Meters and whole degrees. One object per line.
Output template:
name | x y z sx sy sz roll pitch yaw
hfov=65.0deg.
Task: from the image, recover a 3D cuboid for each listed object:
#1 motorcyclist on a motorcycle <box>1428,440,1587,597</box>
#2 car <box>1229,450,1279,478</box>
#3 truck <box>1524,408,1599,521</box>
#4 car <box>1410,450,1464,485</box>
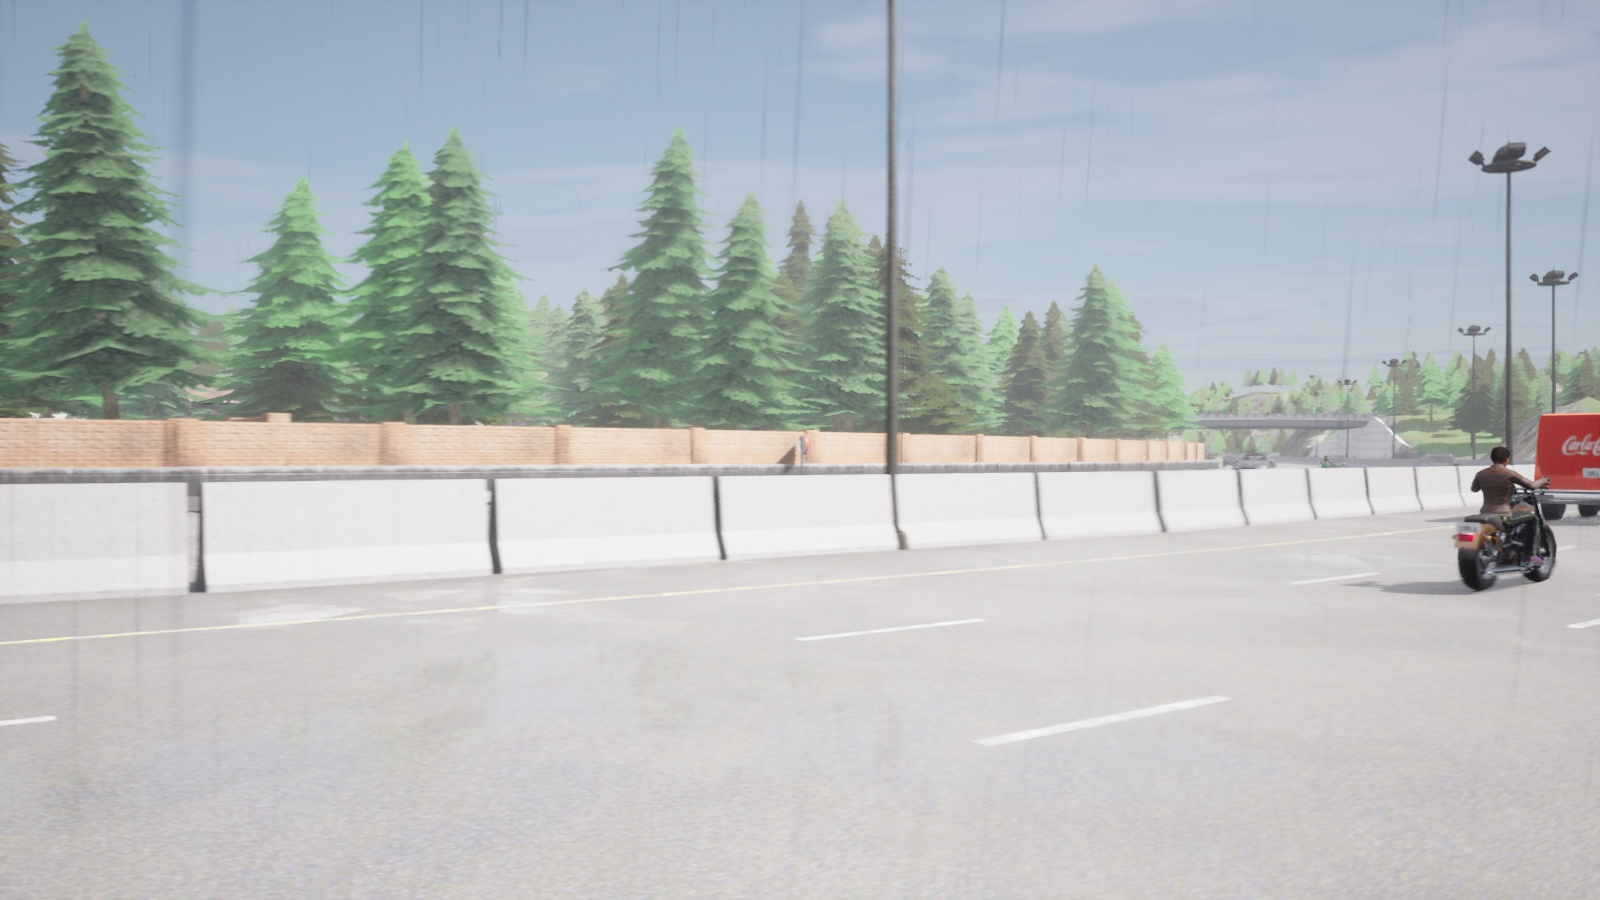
motorcyclist on a motorcycle | 8.077 0.730 14.283 2.350 1.649 0.766 0 -1 -40
car | 27.712 0.822 76.580 2.242 1.667 4.611 0 0 28
truck | 19.095 0.320 29.305 2.627 2.467 5.204 0 0 44
car | 31.922 0.836 62.860 2.033 1.649 4.856 0 0 32
